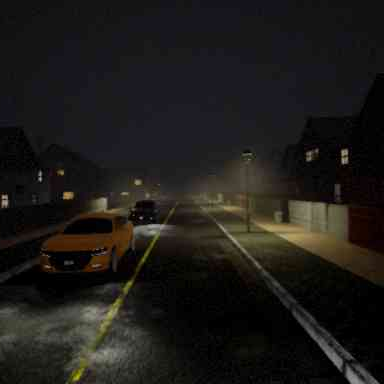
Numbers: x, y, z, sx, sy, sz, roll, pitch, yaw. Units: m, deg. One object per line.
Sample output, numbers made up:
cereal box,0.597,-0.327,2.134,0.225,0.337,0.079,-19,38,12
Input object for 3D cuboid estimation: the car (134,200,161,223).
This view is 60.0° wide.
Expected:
car,-3.307,1.342,23.827,1.837,1.490,4.892,-1,2,-1

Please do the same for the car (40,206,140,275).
car,-3.041,1.427,10.545,1.882,1.535,5.008,-1,0,-1
